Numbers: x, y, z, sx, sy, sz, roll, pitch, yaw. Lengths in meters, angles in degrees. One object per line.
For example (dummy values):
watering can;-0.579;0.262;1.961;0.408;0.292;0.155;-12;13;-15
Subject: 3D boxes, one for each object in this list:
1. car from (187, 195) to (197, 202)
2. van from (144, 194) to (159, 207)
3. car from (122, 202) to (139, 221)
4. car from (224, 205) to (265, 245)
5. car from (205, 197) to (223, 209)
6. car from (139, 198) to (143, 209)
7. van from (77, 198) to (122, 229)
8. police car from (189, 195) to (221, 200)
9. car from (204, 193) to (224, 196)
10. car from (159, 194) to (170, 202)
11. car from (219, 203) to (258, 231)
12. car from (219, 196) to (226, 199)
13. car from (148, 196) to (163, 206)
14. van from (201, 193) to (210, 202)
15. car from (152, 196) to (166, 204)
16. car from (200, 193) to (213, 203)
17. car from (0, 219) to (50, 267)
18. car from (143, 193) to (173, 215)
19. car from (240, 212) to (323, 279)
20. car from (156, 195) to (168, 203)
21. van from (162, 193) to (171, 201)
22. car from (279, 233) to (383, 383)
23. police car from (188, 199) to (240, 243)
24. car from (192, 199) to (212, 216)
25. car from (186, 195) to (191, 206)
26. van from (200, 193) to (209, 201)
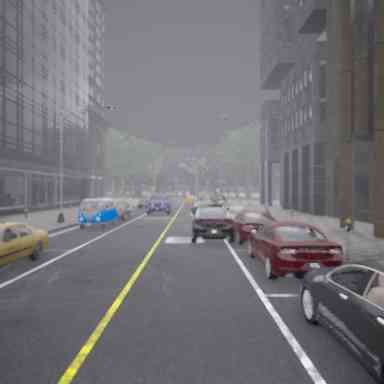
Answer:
car;0.017;1.345;67.671;1.994;1.385;4.181;0;0;0
van;-5.752;1.193;47.809;1.690;1.788;3.998;0;0;0
car;-5.757;1.467;26.060;2.008;1.369;4.403;0;0;0
car;2.765;1.495;15.183;1.887;1.381;4.507;0;0;0
car;2.772;1.418;42.370;2.008;1.369;4.403;0;0;0
car;-5.753;1.433;42.372;1.947;1.339;4.313;0;0;0
van;-5.759;1.274;20.622;1.690;1.788;3.998;0;0;0
police car;0.906;1.342;25.997;1.930;1.638;5.238;0;0;0
car;2.770;1.198;36.932;2.192;1.841;5.009;0;0;0
car;-5.747;1.233;69.560;1.967;1.590;4.097;0;0;0
car;2.767;1.458;20.790;1.752;1.417;4.829;0;0;0
car;2.769;1.424;31.665;1.752;1.417;4.829;0;0;0
car;-5.751;1.362;53.078;1.752;1.417;4.829;0;0;0
van;2.778;1.134;69.557;1.690;1.788;3.998;0;0;0
car;-5.749;1.388;58.685;1.947;1.339;4.313;0;0;0
car;2.777;1.122;64.120;2.192;1.841;5.009;0;0;0
car;-5.761;1.494;9.577;1.752;1.417;4.829;0;0;0
car;-3.089;1.117;32.478;2.150;2.045;5.566;0;0;0
car;2.764;1.512;9.745;1.887;1.381;4.507;0;0;0
car;-5.748;1.333;63.953;1.752;1.417;4.829;0;0;0
van;-5.746;1.120;74.997;1.690;1.788;3.998;0;0;0
car;2.763;1.536;4.307;2.008;1.369;4.403;0;0;0
police car;0.893;1.373;15.996;1.930;1.638;5.238;0;0;0
car;0.908;1.425;31.887;1.812;1.442;4.674;0;0;0
car;0.013;1.315;52.777;1.882;1.535;5.008;0;0;0
van;2.780;1.120;74.995;1.690;1.788;3.998;0;0;0
